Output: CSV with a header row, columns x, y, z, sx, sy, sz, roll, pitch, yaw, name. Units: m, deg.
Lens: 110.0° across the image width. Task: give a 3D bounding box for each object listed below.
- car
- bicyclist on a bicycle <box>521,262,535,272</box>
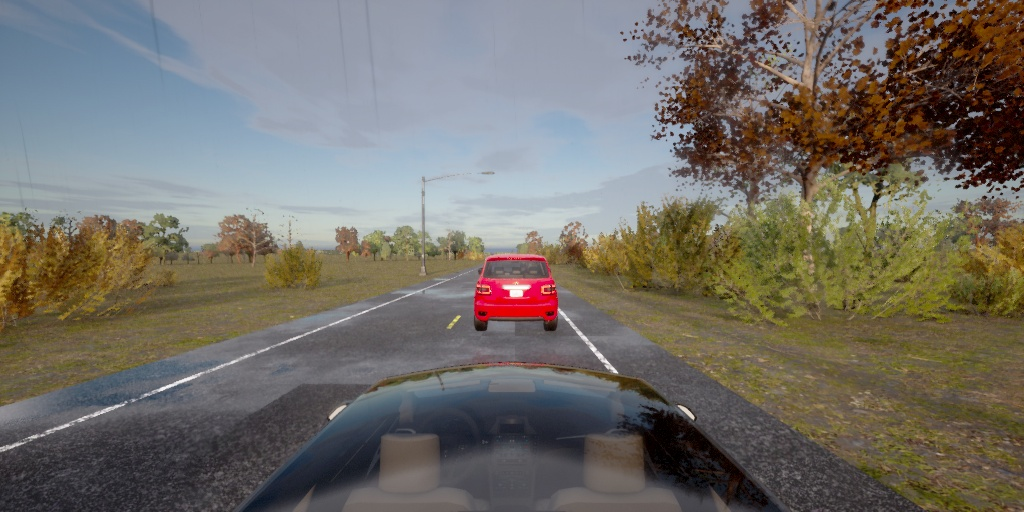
x,y,z,sx,sy,sz,roll,pitch,yaw,name
0.093,0.968,11.091,2.150,2.045,5.566,0,0,0,car
0.945,1.114,18.797,0.659,1.776,1.843,0,0,0,bicyclist on a bicycle
